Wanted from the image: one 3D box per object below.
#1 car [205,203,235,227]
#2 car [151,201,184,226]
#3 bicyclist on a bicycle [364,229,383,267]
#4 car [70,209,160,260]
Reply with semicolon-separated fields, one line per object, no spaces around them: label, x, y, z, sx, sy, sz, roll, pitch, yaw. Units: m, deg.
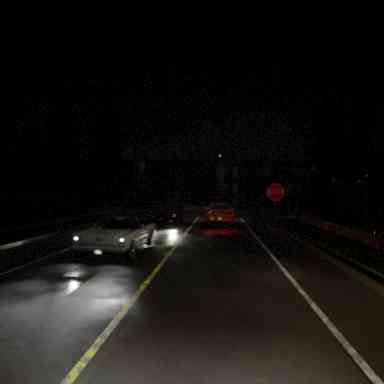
car;1.926;1.469;22.935;1.882;1.535;5.008;1;0;5
car;-1.686;1.396;23.026;1.882;1.535;5.008;1;0;5
bicyclist on a bicycle;5.844;1.399;9.590;1.656;1.620;0.582;2;0;5
car;-2.664;1.522;12.294;1.895;1.301;4.718;1;0;5
